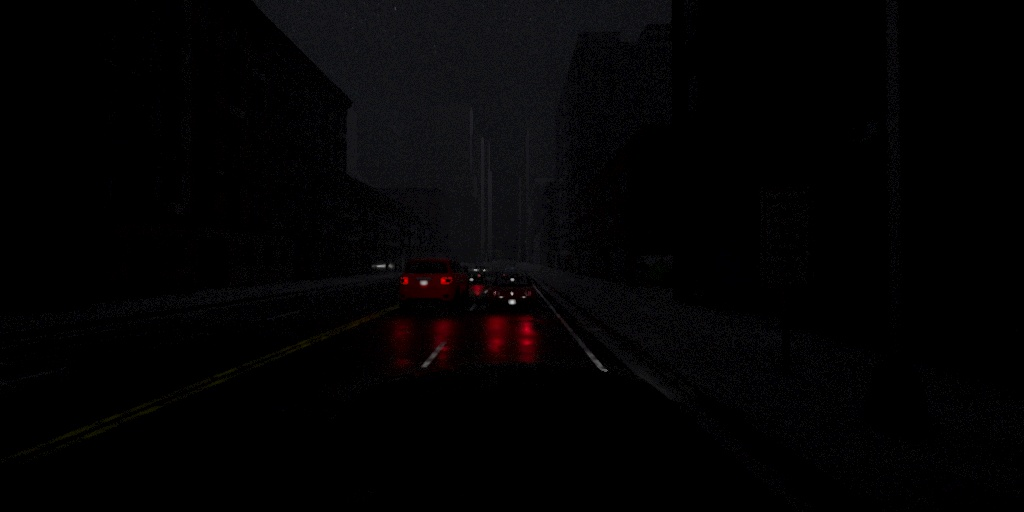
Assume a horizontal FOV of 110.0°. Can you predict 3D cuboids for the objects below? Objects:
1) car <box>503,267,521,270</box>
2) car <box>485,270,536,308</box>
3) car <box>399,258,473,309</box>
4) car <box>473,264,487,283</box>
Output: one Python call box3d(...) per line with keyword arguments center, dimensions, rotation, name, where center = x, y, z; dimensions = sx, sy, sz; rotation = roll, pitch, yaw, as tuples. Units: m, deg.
box3d(center=(0.021, 1.630, 30.953), dimensions=(1.895, 1.301, 4.718), rotation=(0, -1, 0), name="car")
box3d(center=(0.011, 1.487, 15.953), dimensions=(1.895, 1.301, 4.718), rotation=(0, -1, 0), name="car")
box3d(center=(-3.239, 1.102, 15.867), dimensions=(2.150, 2.045, 5.566), rotation=(0, 0, 0), name="car")
box3d(center=(-3.229, 1.630, 30.957), dimensions=(1.895, 1.301, 4.718), rotation=(0, -1, 0), name="car")
